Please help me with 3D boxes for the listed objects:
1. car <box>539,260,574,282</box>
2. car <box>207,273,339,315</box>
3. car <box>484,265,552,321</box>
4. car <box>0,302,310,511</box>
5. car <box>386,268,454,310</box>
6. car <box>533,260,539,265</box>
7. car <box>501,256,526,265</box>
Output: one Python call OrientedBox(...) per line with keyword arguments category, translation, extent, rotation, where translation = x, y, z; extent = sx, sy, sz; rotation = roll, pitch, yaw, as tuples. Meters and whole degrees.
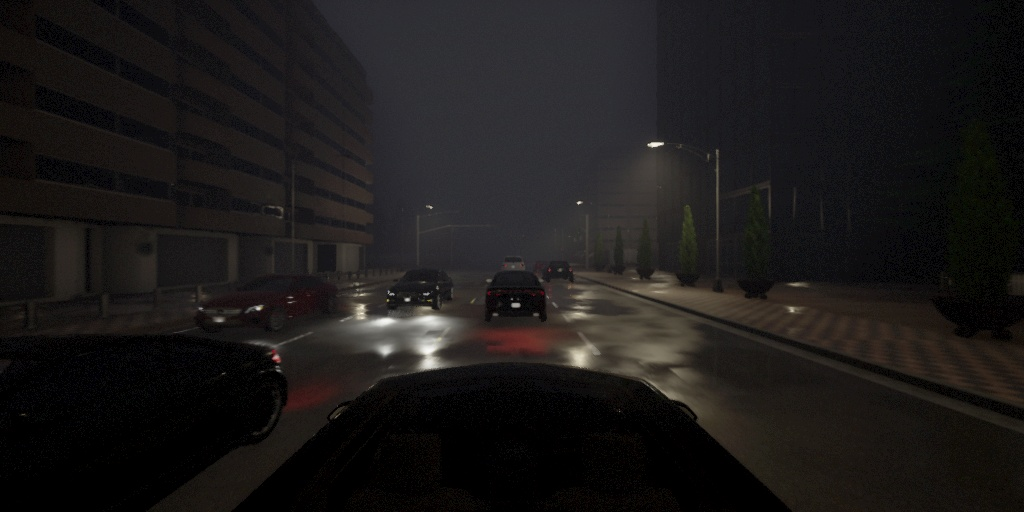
OrientedBox(category="car", translation=(3.618, 1.117, 28.946), extent=(2.097, 1.767, 4.553), rotation=(0, 0, 0))
OrientedBox(category="car", translation=(-7.035, 1.278, 10.967), extent=(1.812, 1.442, 4.674), rotation=(0, 0, 0))
OrientedBox(category="car", translation=(0.108, 1.233, 12.586), extent=(1.882, 1.535, 5.008), rotation=(0, 0, 0))
OrientedBox(category="car", translation=(-3.599, 1.313, 2.476), extent=(1.994, 1.385, 4.181), rotation=(0, 0, 0))
OrientedBox(category="car", translation=(-3.576, 1.262, 14.703), extent=(1.837, 1.490, 4.892), rotation=(0, 0, 0))
OrientedBox(category="car", translation=(3.637, 1.252, 44.625), extent=(1.882, 1.535, 5.008), rotation=(0, 0, 0))
OrientedBox(category="car", translation=(0.121, 0.991, 34.374), extent=(2.150, 2.045, 5.566), rotation=(0, 0, 0))
